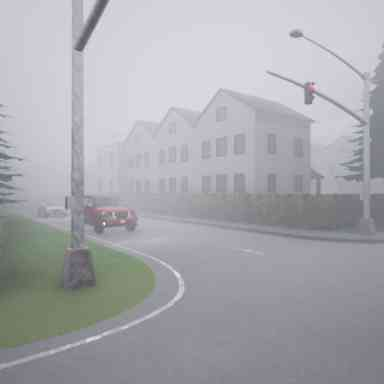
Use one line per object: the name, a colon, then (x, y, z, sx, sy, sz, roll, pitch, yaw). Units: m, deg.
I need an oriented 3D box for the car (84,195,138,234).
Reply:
car: (-5.250, 1.213, 19.768, 2.150, 2.045, 5.566, 0, 0, -35)

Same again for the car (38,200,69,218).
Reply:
car: (-12.886, 1.523, 30.586, 1.812, 1.442, 4.674, 0, 1, -35)
